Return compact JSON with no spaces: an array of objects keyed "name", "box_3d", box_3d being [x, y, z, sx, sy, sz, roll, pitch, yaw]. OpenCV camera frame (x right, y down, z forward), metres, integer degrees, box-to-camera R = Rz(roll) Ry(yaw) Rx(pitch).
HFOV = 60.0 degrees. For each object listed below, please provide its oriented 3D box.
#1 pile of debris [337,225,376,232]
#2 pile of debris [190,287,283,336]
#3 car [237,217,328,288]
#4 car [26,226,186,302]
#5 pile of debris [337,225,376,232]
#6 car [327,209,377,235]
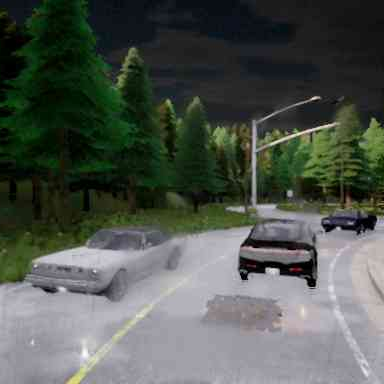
[{"name":"pile of debris","box_3d":[10.040,2.227,20.303,1.860,0.140,1.500,0,0,-40]},{"name":"pile of debris","box_3d":[0.937,2.185,6.319,1.500,0.140,1.860,0,0,16]},{"name":"car","box_3d":[2.612,1.511,9.501,2.128,1.511,4.902,0,0,21]},{"name":"car","box_3d":[-1.803,1.604,8.597,1.895,1.301,4.718,0,0,20]},{"name":"pile of debris","box_3d":[10.040,2.227,20.303,1.860,0.140,1.500,0,0,-40]},{"name":"car","box_3d":[9.206,1.647,19.257,1.895,1.301,4.718,0,0,41]}]
